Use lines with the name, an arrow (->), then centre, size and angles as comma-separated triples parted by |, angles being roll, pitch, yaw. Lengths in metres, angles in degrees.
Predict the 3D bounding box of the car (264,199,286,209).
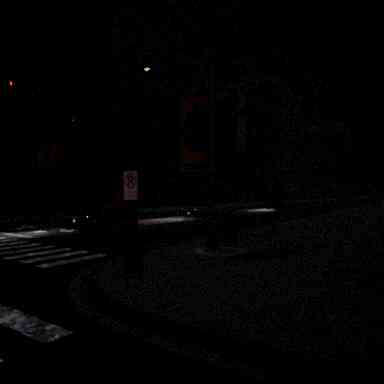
car -> 11.847, 1.575, 47.186 | 2.128, 1.511, 4.902 | 0, 0, 36

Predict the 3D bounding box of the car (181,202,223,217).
car -> 1.002, 1.641, 31.945 | 1.895, 1.301, 4.718 | 0, 0, 36

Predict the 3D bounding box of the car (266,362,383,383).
car -> 2.199, 1.551, 1.278 | 4.403, 1.369, 2.008 | 0, 0, 36

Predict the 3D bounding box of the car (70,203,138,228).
car -> -5.780, 1.511, 22.332 | 2.128, 1.511, 4.902 | 0, 0, 36
